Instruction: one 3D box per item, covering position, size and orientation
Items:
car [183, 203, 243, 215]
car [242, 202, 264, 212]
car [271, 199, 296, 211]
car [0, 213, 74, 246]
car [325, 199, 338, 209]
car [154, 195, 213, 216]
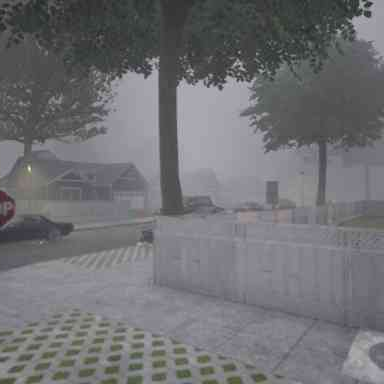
[{"bbox_3d":[1.349,1.651,21.899,1.994,1.385,4.181,1,0,35],"label":"car"},{"bbox_3d":[5.623,1.663,33.168,1.994,1.385,4.181,1,0,34],"label":"car"},{"bbox_3d":[11.507,1.628,41.536,2.128,1.511,4.902,1,0,35],"label":"car"},{"bbox_3d":[-7.613,1.612,14.195,1.895,1.301,4.718,1,0,35],"label":"car"},{"bbox_3d":[20.288,1.773,49.052,1.994,1.385,4.181,1,0,35],"label":"car"},{"bbox_3d":[-0.403,1.283,24.504,2.150,2.045,5.566,1,0,35],"label":"car"}]
